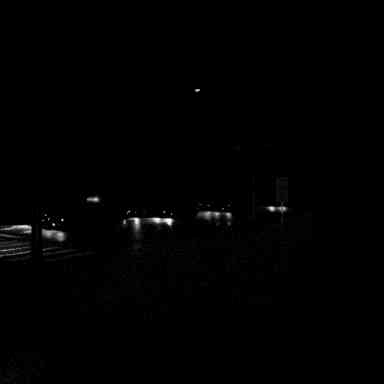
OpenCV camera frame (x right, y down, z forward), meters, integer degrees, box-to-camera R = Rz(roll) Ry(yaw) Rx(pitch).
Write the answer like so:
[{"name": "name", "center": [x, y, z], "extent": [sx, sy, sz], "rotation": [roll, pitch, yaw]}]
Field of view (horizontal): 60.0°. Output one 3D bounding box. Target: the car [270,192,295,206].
[{"name": "car", "center": [13.645, 1.012, 49.687], "extent": [2.150, 2.045, 5.566], "rotation": [0, 0, 35]}]

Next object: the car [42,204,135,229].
[{"name": "car", "center": [-6.476, 1.489, 21.420], "extent": [2.033, 1.411, 5.357], "rotation": [0, 0, 35]}]

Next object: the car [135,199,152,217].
[{"name": "car", "center": [-3.999, 1.416, 30.547], "extent": [1.837, 1.490, 4.892], "rotation": [0, 0, 35]}]

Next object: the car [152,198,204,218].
[{"name": "car", "center": [-1.146, 1.467, 28.968], "extent": [1.994, 1.385, 4.181], "rotation": [0, 0, 35]}]

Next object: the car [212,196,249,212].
[{"name": "car", "center": [4.536, 1.462, 36.982], "extent": [1.895, 1.301, 4.718], "rotation": [0, 0, 36]}]

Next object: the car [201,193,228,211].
[{"name": "car", "center": [2.527, 1.087, 39.761], "extent": [2.150, 2.045, 5.566], "rotation": [0, 0, 35]}]
